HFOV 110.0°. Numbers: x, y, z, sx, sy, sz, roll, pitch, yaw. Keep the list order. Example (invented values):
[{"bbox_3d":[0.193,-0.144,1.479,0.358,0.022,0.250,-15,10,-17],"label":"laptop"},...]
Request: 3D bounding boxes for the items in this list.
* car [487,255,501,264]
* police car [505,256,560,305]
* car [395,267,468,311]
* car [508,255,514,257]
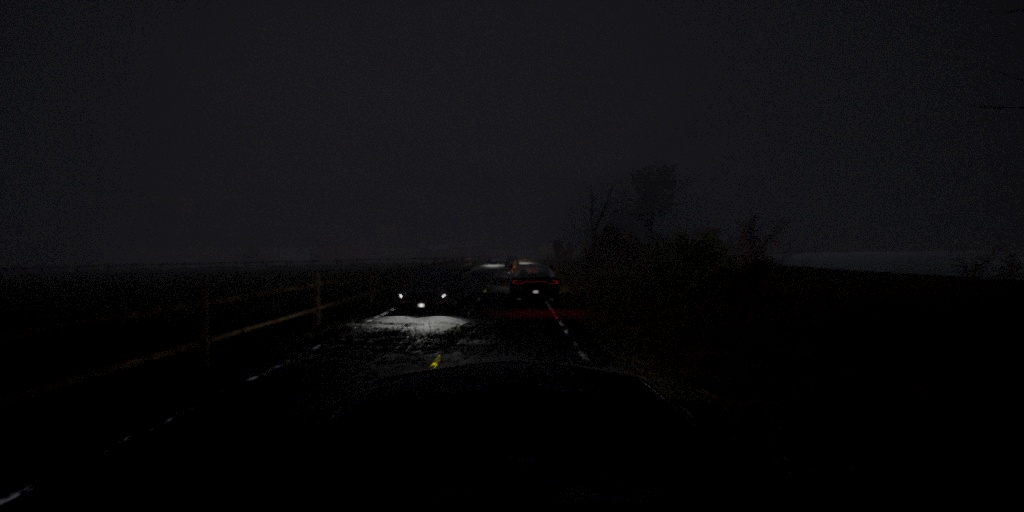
[{"bbox_3d":[-2.800,0.547,57.266,2.128,1.511,4.902,0,1,1],"label":"car"},{"bbox_3d":[0.825,1.000,15.008,1.930,1.638,5.238,0,1,0],"label":"police car"},{"bbox_3d":[-2.851,1.136,13.928,2.033,1.411,5.357,0,1,0],"label":"car"},{"bbox_3d":[0.824,0.926,24.898,1.882,1.535,5.008,0,1,0],"label":"car"}]
